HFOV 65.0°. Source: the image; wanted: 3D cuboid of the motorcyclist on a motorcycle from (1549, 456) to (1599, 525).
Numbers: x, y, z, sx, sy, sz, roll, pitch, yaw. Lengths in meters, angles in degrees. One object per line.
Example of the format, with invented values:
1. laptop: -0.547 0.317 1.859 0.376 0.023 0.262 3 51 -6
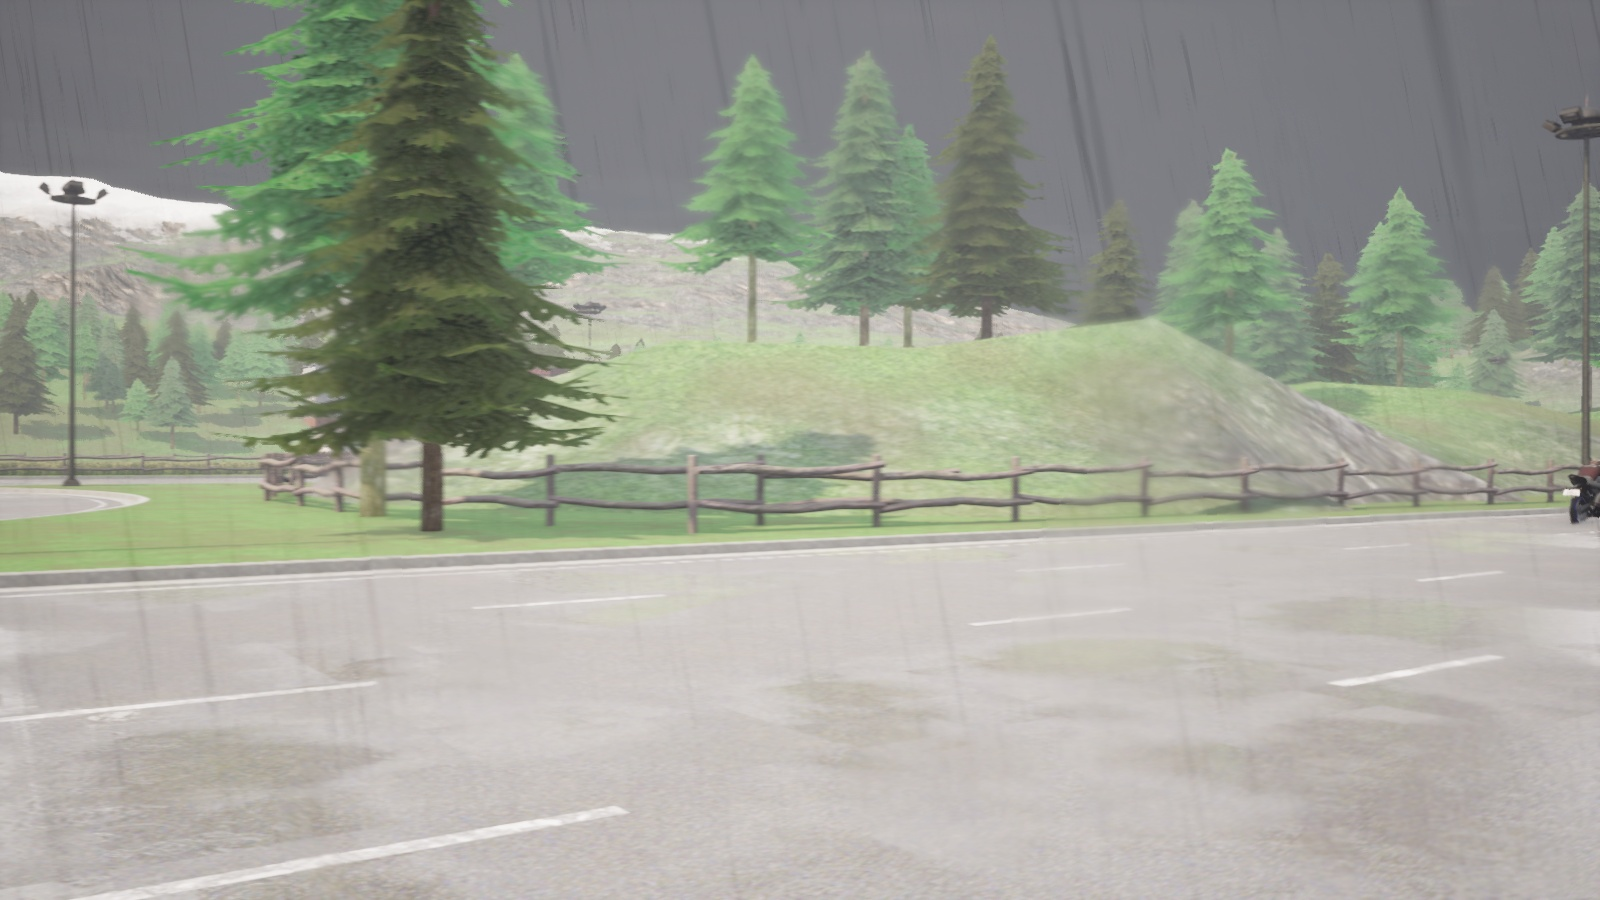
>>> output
1. motorcyclist on a motorcycle: 18.459 0.917 29.297 2.191 1.530 0.866 0 0 -35
